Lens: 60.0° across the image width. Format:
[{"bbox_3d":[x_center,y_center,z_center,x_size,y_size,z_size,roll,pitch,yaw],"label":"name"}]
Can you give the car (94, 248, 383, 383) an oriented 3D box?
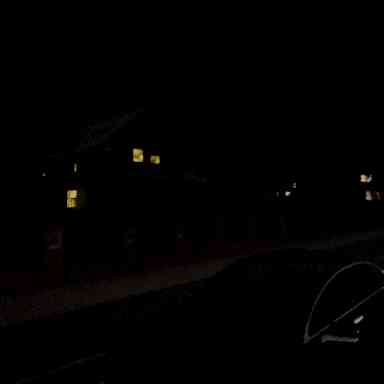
[{"bbox_3d":[1.202,1.572,4.164,4.892,1.490,1.837,0,-1,-43],"label":"car"}]
